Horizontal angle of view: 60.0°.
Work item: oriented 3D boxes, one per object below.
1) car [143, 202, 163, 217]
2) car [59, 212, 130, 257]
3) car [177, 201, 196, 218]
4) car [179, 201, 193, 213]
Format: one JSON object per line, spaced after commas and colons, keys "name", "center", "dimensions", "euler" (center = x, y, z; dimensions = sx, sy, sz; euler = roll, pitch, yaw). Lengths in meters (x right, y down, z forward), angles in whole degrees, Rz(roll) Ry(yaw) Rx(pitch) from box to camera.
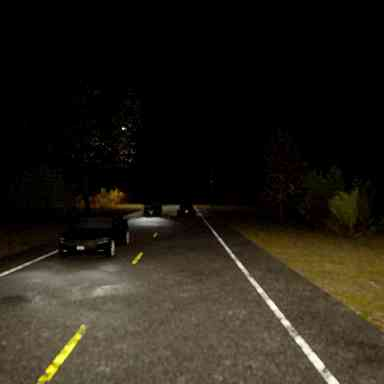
{"name": "car", "center": [-4.299, 1.921, 37.000], "dimensions": [2.128, 1.511, 4.902], "euler": [0, -1, -1]}
{"name": "car", "center": [-3.844, 1.639, 13.817], "dimensions": [1.882, 1.535, 5.008], "euler": [0, 0, -1]}
{"name": "car", "center": [-0.577, 1.979, 35.924], "dimensions": [1.994, 1.385, 4.181], "euler": [0, -1, -1]}
{"name": "car", "center": [-0.784, 2.038, 45.868], "dimensions": [1.837, 1.490, 4.892], "euler": [0, -1, -1]}
